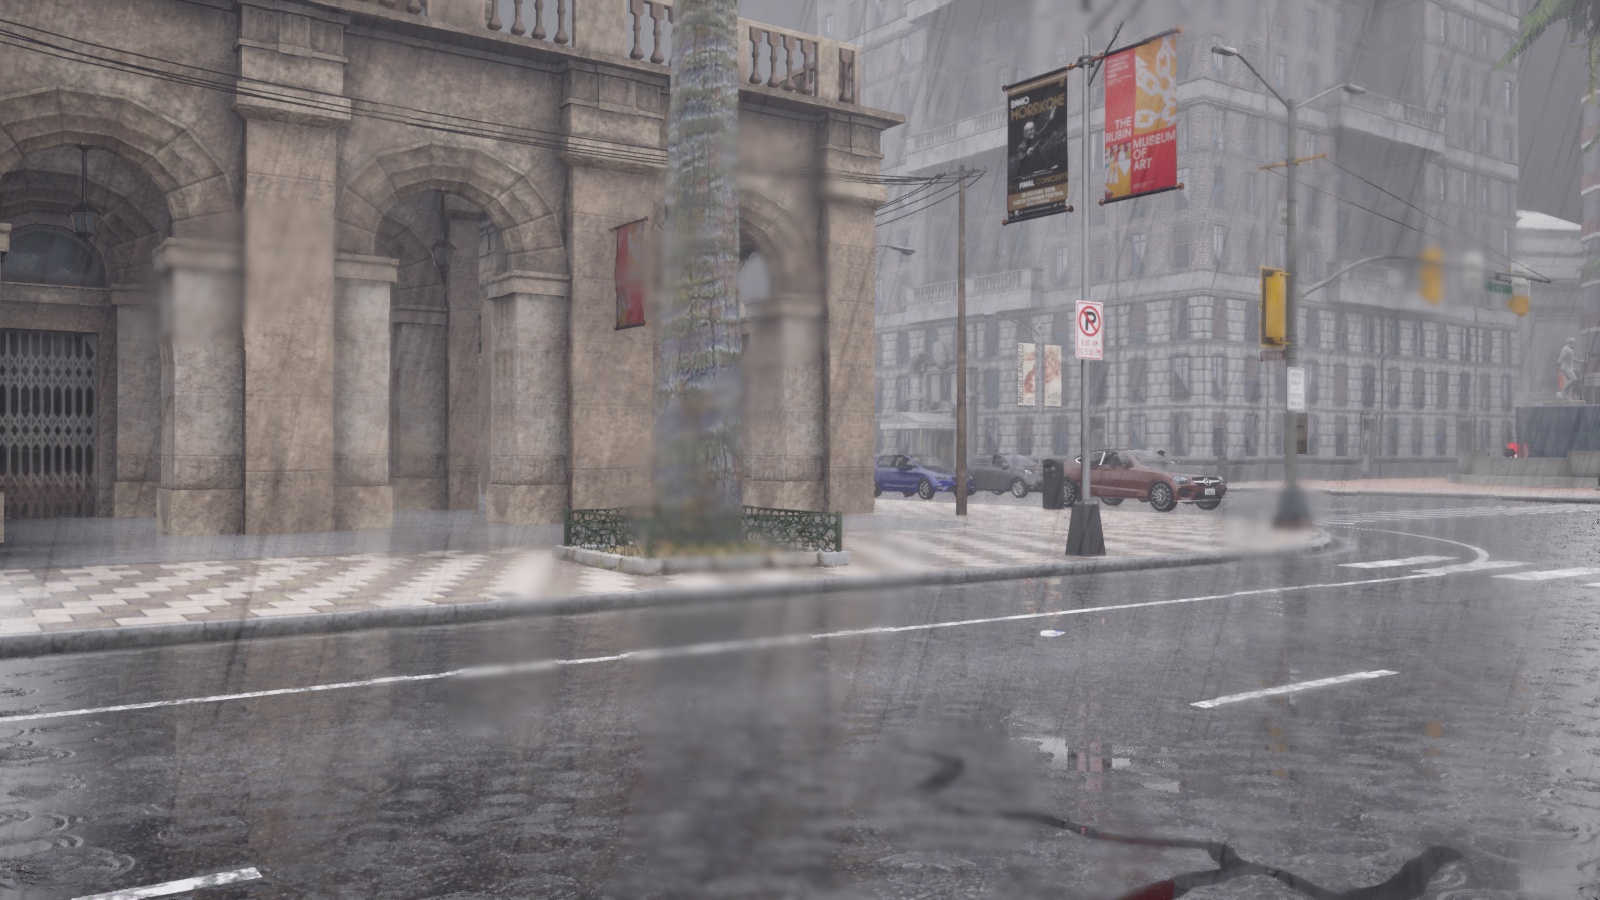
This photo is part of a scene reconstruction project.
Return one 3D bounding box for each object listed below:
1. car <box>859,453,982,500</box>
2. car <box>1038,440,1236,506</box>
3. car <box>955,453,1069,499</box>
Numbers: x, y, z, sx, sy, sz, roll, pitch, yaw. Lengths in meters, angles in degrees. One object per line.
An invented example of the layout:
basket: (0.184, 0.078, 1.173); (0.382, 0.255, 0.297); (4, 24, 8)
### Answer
car: (3.948, 0.852, 41.834); (1.816, 1.474, 4.193); (0, 0, -34)
car: (9.144, 0.588, 34.468); (2.152, 1.651, 5.027); (0, 0, -35)
car: (7.234, 0.849, 43.140); (1.845, 1.501, 3.633); (0, 0, -35)
